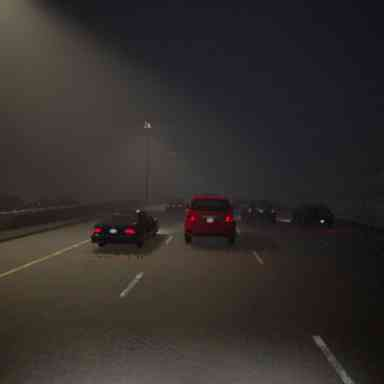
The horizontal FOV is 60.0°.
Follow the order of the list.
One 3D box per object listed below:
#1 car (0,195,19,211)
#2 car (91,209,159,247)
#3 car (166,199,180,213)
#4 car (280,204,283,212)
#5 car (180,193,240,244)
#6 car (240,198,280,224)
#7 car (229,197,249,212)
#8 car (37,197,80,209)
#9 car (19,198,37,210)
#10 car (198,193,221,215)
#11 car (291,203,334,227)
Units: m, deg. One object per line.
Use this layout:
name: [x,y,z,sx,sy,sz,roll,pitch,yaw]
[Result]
car: [-19.320,1.134,34.253,1.837,1.490,4.892,1,0,3]
car: [-2.721,1.466,14.541,2.033,1.411,5.357,1,0,3]
car: [-1.630,1.421,35.181,2.033,1.411,5.357,1,0,3]
car: [9.053,1.616,38.374,1.895,1.301,4.718,1,0,3]
car: [0.856,1.189,15.847,2.150,2.045,5.566,1,0,3]
car: [4.828,1.347,24.760,2.097,1.767,4.553,1,0,3]
car: [5.653,1.439,40.350,1.882,1.535,5.008,1,0,3]
car: [-12.444,1.222,32.099,2.128,1.511,4.902,1,0,4]
car: [-15.757,1.275,35.163,1.895,1.301,4.718,1,0,3]
car: [1.857,1.148,34.760,2.150,2.045,5.566,1,0,3]
car: [8.245,1.554,23.125,1.837,1.490,4.892,1,0,3]
